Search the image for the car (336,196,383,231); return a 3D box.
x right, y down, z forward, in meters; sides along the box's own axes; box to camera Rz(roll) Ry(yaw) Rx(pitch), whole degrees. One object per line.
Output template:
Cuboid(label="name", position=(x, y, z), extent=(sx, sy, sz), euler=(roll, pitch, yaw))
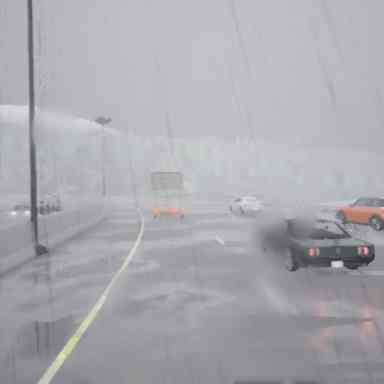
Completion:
Cuboid(label="car", position=(9.737, 1.016, 17.877), extent=(2.097, 1.767, 4.553), euler=(-1, 1, -7))

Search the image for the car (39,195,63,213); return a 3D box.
Cuboid(label="car", position=(-14.899, 1.379, 35.390), extent=(1.812, 1.442, 4.674), euler=(-1, 1, -14))

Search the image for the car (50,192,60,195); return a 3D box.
Cuboid(label="car", position=(-30.126, 0.830, 72.926), extent=(1.812, 1.442, 4.674), euler=(-1, 1, -31))

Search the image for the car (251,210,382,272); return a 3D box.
Cuboid(label="car", position=(3.388, 1.441, 10.247), extent=(1.895, 1.301, 4.718), euler=(-1, 1, -3))

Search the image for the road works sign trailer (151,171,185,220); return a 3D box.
Cuboid(label="road works sign trailer", position=(-1.892, 0.225, 25.416), extent=(2.380, 3.560, 2.880), euler=(-1, 1, -11))

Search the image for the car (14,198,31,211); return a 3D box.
Cuboid(label="car", position=(-19.476, 1.410, 39.042), extent=(1.812, 1.442, 4.674), euler=(-1, 1, -15))

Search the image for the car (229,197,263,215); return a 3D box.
Cuboid(label="car", position=(4.656, 1.152, 28.798), extent=(1.812, 1.442, 4.674), euler=(-1, 1, -11))
